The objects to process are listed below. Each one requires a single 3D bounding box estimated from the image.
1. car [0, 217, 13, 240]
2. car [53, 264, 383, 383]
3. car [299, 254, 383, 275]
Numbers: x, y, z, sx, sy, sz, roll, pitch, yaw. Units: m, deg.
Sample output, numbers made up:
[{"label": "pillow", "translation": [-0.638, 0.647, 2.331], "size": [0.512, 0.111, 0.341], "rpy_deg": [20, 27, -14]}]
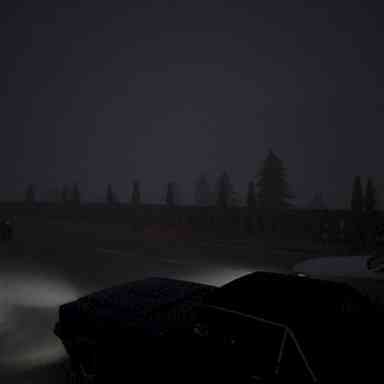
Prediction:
[{"label": "car", "translation": [-10.266, 1.543, 15.609], "size": [4.181, 1.385, 1.994], "rpy_deg": [0, 0, 35]}, {"label": "car", "translation": [0.592, 1.599, 3.579], "size": [4.718, 1.301, 1.895], "rpy_deg": [0, 0, 36]}, {"label": "car", "translation": [4.003, 1.527, 5.424], "size": [4.674, 1.442, 1.812], "rpy_deg": [0, 0, 35]}]
